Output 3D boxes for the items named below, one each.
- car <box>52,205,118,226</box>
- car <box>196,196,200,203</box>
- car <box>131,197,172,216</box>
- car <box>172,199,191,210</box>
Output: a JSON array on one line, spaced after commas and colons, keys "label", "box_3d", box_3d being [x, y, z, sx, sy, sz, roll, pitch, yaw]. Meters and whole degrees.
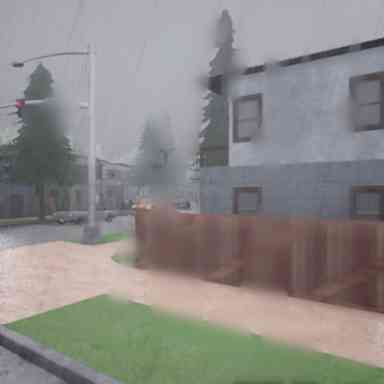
[{"label": "car", "box_3d": [-7.495, 1.579, 23.706, 1.895, 1.301, 4.718, 0, 0, 28]}, {"label": "car", "box_3d": [2.139, 1.328, 63.832, 2.097, 1.767, 4.553, 0, 0, -11]}, {"label": "car", "box_3d": [-4.001, 1.330, 31.920, 2.097, 1.767, 4.553, 0, 0, 19]}, {"label": "car", "box_3d": [-1.419, 1.541, 41.487, 1.994, 1.385, 4.181, 0, 0, 10]}]
